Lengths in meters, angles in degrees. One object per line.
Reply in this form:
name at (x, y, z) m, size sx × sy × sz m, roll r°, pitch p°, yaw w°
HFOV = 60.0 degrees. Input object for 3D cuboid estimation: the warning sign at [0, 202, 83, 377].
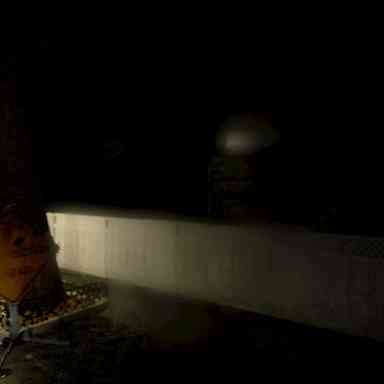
warning sign at (-2.314, 1.096, 4.286) m, size 1.060 × 1.860 × 1.300 m, roll -1°, pitch 1°, yaw 36°
